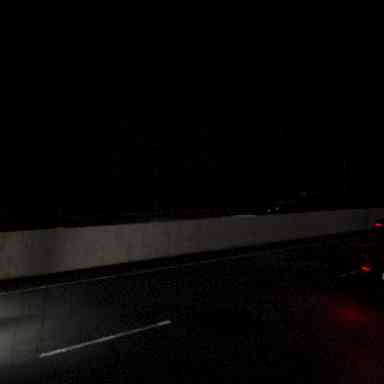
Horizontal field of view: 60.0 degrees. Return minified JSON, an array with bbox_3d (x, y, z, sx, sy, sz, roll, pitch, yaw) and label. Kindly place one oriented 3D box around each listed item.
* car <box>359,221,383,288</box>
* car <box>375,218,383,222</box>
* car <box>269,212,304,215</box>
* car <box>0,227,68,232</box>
[{"bbox_3d":[5.772,1.501,7.858,4.674,1.442,1.812,0,0,-35],"label":"car"},{"bbox_3d":[10.546,1.501,15.556,5.357,1.411,2.033,0,0,-35],"label":"car"},{"bbox_3d":[8.947,1.456,31.791,4.674,1.442,1.812,0,0,-35],"label":"car"},{"bbox_3d":[-8.286,1.497,15.277,4.892,1.490,1.837,0,0,-35],"label":"car"}]
